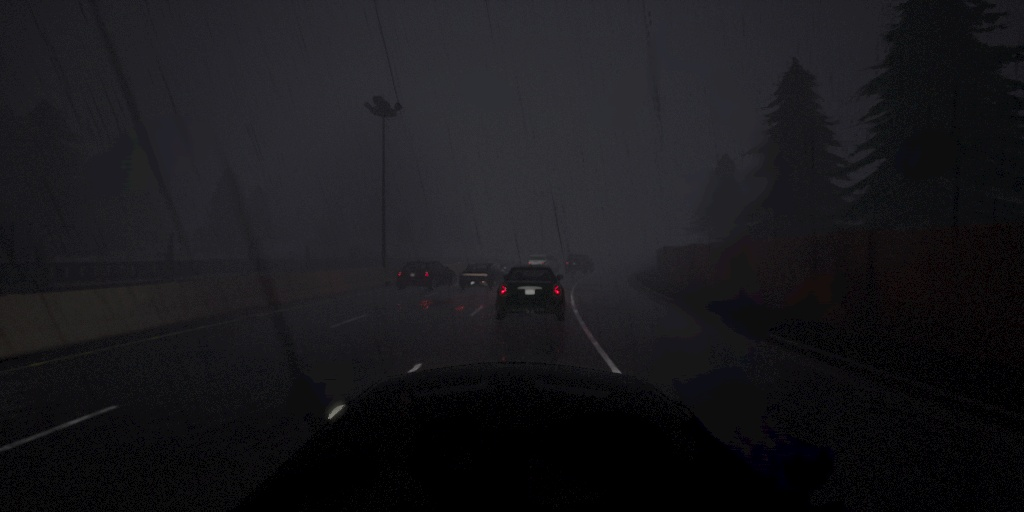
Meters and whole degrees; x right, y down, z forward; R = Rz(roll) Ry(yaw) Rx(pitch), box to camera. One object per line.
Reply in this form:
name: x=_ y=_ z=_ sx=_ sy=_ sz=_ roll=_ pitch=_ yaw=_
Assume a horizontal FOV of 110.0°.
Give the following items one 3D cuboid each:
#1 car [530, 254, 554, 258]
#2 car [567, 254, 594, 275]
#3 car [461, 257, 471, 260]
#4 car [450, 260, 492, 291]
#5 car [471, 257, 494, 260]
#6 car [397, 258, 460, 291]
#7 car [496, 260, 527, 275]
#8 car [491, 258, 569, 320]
car: x=3.402 y=0.849 z=37.800 sx=2.150 sy=2.045 sz=5.566 roll=0 pitch=0 yaw=22
car: x=7.149 y=0.849 z=37.716 sx=2.150 sy=2.045 sz=5.566 roll=0 pitch=0 yaw=23
car: x=-5.907 y=0.933 z=51.373 sx=2.097 sy=1.767 sz=4.553 roll=0 pitch=0 yaw=27
car: x=-1.577 y=1.176 z=20.839 sx=2.128 sy=1.511 sz=4.902 roll=0 pitch=0 yaw=11
car: x=-3.204 y=1.093 z=49.013 sx=1.837 sy=1.490 sz=4.892 roll=0 pitch=1 yaw=27
car: x=-4.983 y=1.035 z=21.461 sx=2.097 sy=1.767 sz=4.553 roll=0 pitch=0 yaw=11
car: x=0.032 y=1.188 z=38.625 sx=1.994 sy=1.385 sz=4.181 roll=0 pitch=0 yaw=22
car: x=0.728 y=1.065 z=12.599 sx=2.097 sy=1.767 sz=4.553 roll=0 pitch=0 yaw=5
